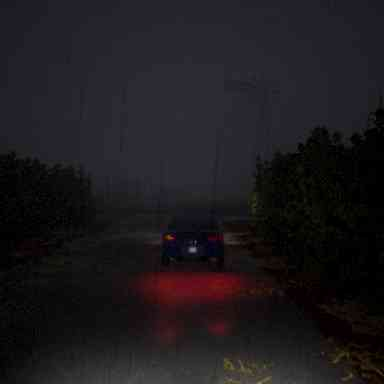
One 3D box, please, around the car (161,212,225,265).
[{"bbox_3d":[0.042,1.440,11.651,1.882,1.535,5.008,0,0,0],"label":"car"}]
